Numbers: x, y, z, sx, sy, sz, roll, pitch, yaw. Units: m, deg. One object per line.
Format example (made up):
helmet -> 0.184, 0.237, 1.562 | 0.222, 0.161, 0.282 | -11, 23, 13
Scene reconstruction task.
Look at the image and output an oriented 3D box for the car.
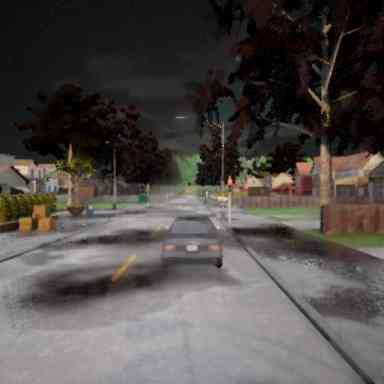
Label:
car -> 0.021, 1.530, 11.338 | 2.033, 1.411, 5.357 | 0, 0, 0
